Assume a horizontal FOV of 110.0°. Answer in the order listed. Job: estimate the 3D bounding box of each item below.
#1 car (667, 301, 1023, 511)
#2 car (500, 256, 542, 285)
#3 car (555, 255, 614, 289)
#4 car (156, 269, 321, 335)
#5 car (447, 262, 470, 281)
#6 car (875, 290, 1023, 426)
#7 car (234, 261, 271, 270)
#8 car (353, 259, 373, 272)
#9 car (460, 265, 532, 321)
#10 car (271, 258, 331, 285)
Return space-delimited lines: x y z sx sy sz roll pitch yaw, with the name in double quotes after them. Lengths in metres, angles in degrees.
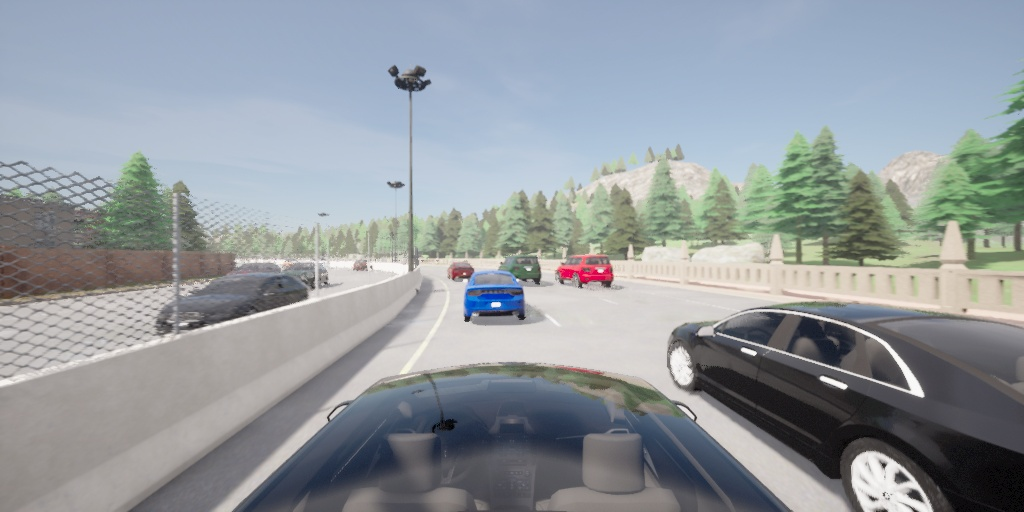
3.414 1.242 3.822 1.837 1.490 4.892 0 0 -1 "car"
0.465 0.987 26.082 2.150 2.045 5.566 0 0 -14 "car"
4.622 0.967 23.496 2.150 2.045 5.566 0 0 -12 "car"
-7.706 1.295 10.549 1.837 1.490 4.892 0 0 -6 "car"
-4.432 1.268 30.612 1.882 1.535 5.008 0 0 -17 "car"
6.992 1.268 3.188 2.033 1.411 5.357 0 0 -1 "car"
-17.397 1.194 24.406 2.097 1.767 4.553 0 0 -16 "car"
-20.709 1.228 49.898 2.097 1.767 4.553 0 0 -30 "car"
-0.710 1.239 12.650 1.882 1.535 5.008 0 0 -6 "car"
-13.534 1.176 23.443 2.097 1.767 4.553 0 0 -15 "car"
